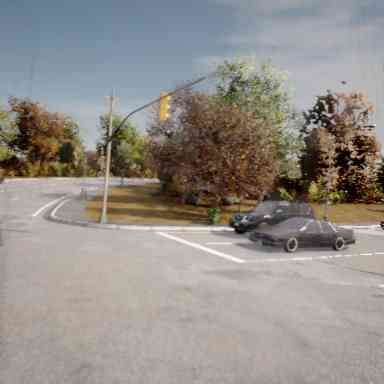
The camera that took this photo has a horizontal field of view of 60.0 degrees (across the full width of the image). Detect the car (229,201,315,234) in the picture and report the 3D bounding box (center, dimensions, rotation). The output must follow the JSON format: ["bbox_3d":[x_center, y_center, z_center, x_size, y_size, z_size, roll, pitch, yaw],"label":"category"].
[{"bbox_3d":[4.813,1.539,19.323,5.566,2.045,2.150,4,0,-31],"label":"car"}]

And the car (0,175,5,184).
[{"bbox_3d":[-28.041,-1.841,46.617,2.128,1.511,4.902,5,3,-6],"label":"car"}]

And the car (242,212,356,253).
[{"bbox_3d":[5.274,1.923,15.513,5.357,1.411,2.033,4,0,-28],"label":"car"}]

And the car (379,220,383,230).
[{"bbox_3d":[17.176,2.526,26.627,4.718,1.301,1.895,2,1,-30],"label":"car"}]
